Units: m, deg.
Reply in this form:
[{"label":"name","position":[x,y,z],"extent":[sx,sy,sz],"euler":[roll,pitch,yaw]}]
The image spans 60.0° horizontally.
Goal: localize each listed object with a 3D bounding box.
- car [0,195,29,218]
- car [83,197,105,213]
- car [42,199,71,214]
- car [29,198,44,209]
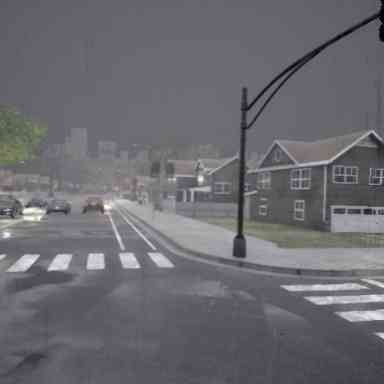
[{"label":"car","position":[-15.027,1.263,26.998],"extent":[1.837,1.490,4.892],"euler":[2,-1,-15]},{"label":"car","position":[-10.631,1.320,36.211],"extent":[2.097,1.767,4.553],"euler":[2,0,-15]},{"label":"car","position":[-13.062,1.429,32.795],"extent":[1.994,1.385,4.181],"euler":[2,0,-15]},{"label":"car","position":[-18.552,1.349,39.764],"extent":[1.895,1.301,4.718],"euler":[2,0,-15]}]
